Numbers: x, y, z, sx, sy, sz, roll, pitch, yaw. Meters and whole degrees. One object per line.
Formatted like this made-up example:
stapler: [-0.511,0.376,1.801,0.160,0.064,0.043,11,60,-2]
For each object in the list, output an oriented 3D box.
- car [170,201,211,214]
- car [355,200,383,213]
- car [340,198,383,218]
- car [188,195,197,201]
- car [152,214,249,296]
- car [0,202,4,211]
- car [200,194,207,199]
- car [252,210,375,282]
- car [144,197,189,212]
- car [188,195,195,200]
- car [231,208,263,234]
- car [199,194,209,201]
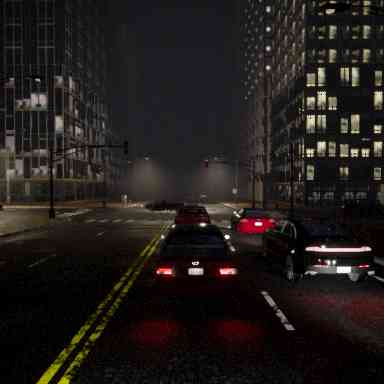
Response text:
car: [0.061,1.468,18.599,1.882,1.535,5.008,0,0,1]
car: [21.719,1.642,38.545,4.829,1.417,1.752,1,0,1]
car: [16.130,1.519,30.245,5.009,1.841,2.192,1,0,1]
car: [-0.059,1.512,65.374,1.994,1.385,4.181,0,0,0]
car: [0.081,1.544,8.779,2.033,1.411,5.357,0,0,0]
car: [-21.427,1.178,33.367,4.553,1.767,2.097,1,1,1]
car: [3.034,1.266,91.421,1.812,1.442,4.674,0,0,0]
car: [3.326,1.487,9.694,2.128,1.511,4.902,0,0,0]
car: [-2.972,1.519,37.666,4.718,1.301,1.895,0,1,-44]
car: [-0.216,1.434,91.413,1.812,1.442,4.674,0,0,0]
car: [3.306,1.554,18.494,1.994,1.385,4.181,0,0,0]
car: [3.058,1.513,81.449,1.895,1.301,4.718,0,0,0]
